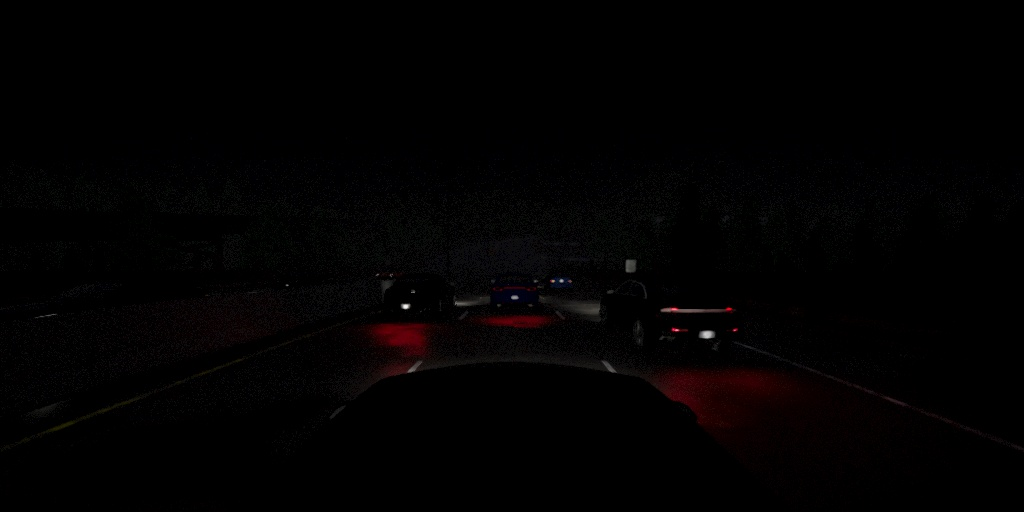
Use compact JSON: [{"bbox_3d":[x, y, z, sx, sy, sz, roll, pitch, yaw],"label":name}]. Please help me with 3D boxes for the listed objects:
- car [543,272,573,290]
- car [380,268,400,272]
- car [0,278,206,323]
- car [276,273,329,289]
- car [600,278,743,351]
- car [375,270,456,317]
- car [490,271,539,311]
[{"bbox_3d":[3.603,1.952,28.632,2.033,1.411,5.357,0,-2,0],"label":"car"},{"bbox_3d":[-13.999,2.161,41.224,2.097,1.767,4.553,0,-2,0],"label":"car"},{"bbox_3d":[-10.590,1.333,9.586,1.812,1.442,4.674,0,-1,0],"label":"car"},{"bbox_3d":[-17.528,2.057,30.194,1.895,1.301,4.718,0,-2,1],"label":"car"},{"bbox_3d":[3.600,1.281,9.040,2.128,1.511,4.902,0,-1,0],"label":"car"},{"bbox_3d":[-3.399,1.422,13.894,1.837,1.490,4.892,0,-2,0],"label":"car"},{"bbox_3d":[0.101,1.464,15.745,1.882,1.535,5.008,0,-2,0],"label":"car"}]
